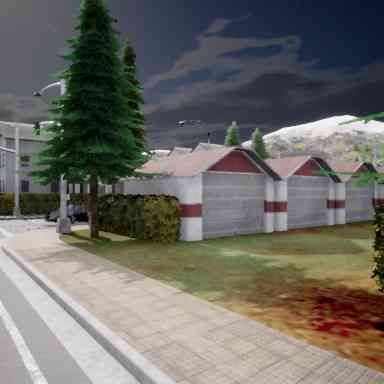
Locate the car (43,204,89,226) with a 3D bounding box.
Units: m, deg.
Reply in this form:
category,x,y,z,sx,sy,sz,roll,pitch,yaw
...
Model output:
category,x,y,z,sx,sy,sz,roll,pitch,yaw
car,-7.591,1.563,23.596,5.357,1.411,2.033,0,0,-37
